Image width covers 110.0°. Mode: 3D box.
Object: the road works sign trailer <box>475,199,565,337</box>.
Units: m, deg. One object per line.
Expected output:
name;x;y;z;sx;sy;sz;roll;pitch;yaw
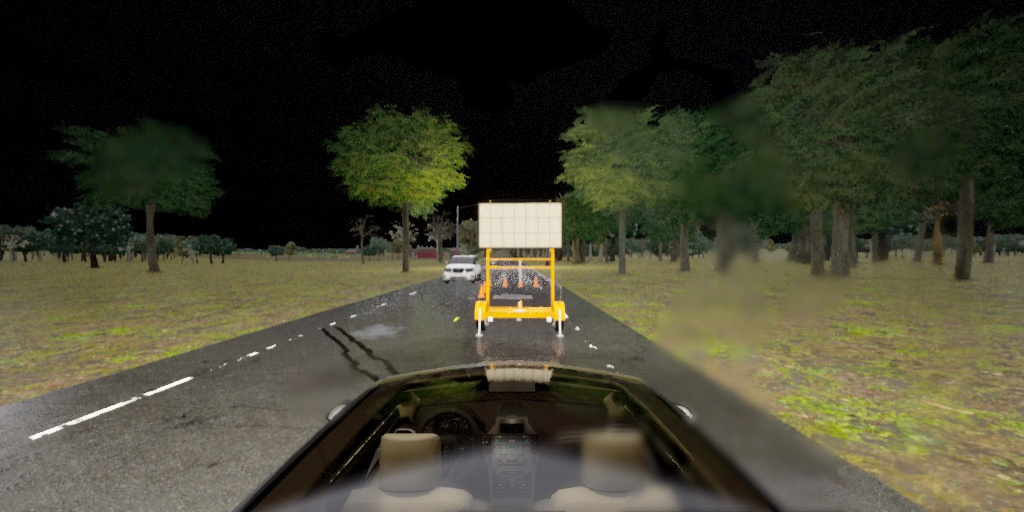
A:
road works sign trailer;0.239;0.200;10.252;2.380;3.560;2.880;0;0;2

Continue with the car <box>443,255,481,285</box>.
car;-3.549;0.938;26.412;2.150;2.045;5.566;0;0;0
